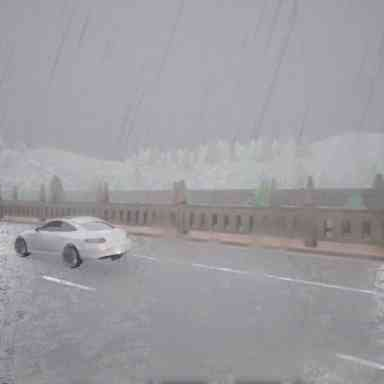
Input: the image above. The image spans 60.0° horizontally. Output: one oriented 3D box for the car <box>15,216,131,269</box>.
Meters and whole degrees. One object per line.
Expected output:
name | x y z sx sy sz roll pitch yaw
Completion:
car | -4.064 1.529 11.196 4.674 1.442 1.812 0 0 36
